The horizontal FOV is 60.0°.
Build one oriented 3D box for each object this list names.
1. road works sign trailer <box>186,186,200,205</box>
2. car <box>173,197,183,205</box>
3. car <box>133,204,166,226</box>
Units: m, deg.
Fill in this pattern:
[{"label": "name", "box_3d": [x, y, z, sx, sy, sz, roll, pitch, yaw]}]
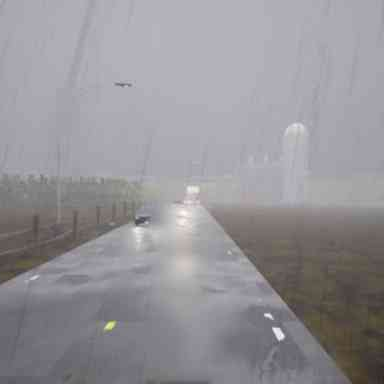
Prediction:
[{"label": "road works sign trailer", "box_3d": [0.195, 0.677, 62.593, 2.380, 3.560, 2.880, 0, 0, -4]}, {"label": "car", "box_3d": [-2.749, 1.784, 65.605, 2.033, 1.411, 5.357, 0, 0, 0]}, {"label": "car", "box_3d": [-2.847, 1.560, 23.693, 2.033, 1.411, 5.357, 0, 0, 0]}]
